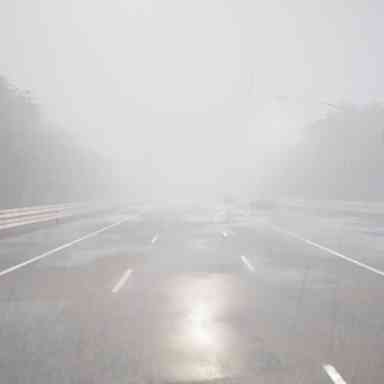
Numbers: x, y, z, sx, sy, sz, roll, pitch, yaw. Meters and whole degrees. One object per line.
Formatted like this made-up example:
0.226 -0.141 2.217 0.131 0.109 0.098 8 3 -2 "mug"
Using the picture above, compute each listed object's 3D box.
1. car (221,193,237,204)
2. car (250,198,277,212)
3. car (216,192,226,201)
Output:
6.921 1.432 60.438 1.994 1.385 4.181 0 0 1 "car"
8.017 1.428 37.675 2.128 1.511 4.902 0 0 -7 "car"
7.002 1.077 78.136 2.150 2.045 5.566 0 0 0 "car"
